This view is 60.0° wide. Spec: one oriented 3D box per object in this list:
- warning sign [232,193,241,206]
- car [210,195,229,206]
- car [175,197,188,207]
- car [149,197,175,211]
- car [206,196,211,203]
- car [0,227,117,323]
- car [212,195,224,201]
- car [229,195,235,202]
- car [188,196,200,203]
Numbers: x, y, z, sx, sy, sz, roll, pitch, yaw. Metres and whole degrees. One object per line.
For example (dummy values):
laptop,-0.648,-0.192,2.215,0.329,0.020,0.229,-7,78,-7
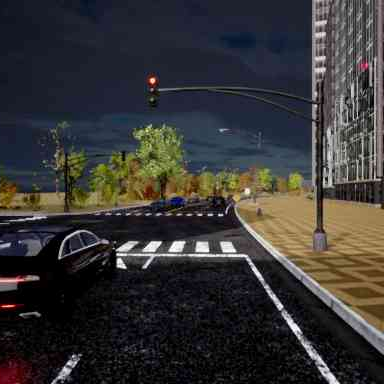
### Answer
warning sign,6.482,1.123,48.260,1.300,1.860,1.060,0,0,8
car,4.536,1.486,53.554,1.882,1.535,5.008,0,0,9
car,-2.340,1.482,52.793,1.882,1.535,5.008,0,0,9
car,-3.909,1.548,41.487,2.033,1.411,5.357,0,0,7
car,4.137,1.485,70.423,1.882,1.535,5.008,0,0,12
car,-2.989,1.491,7.163,2.128,1.511,4.902,0,0,1
car,6.347,1.409,80.538,2.033,1.411,5.357,0,0,14
car,9.658,1.500,80.412,1.882,1.535,5.008,0,0,14
car,0.331,1.558,67.940,2.033,1.411,5.357,0,0,11
